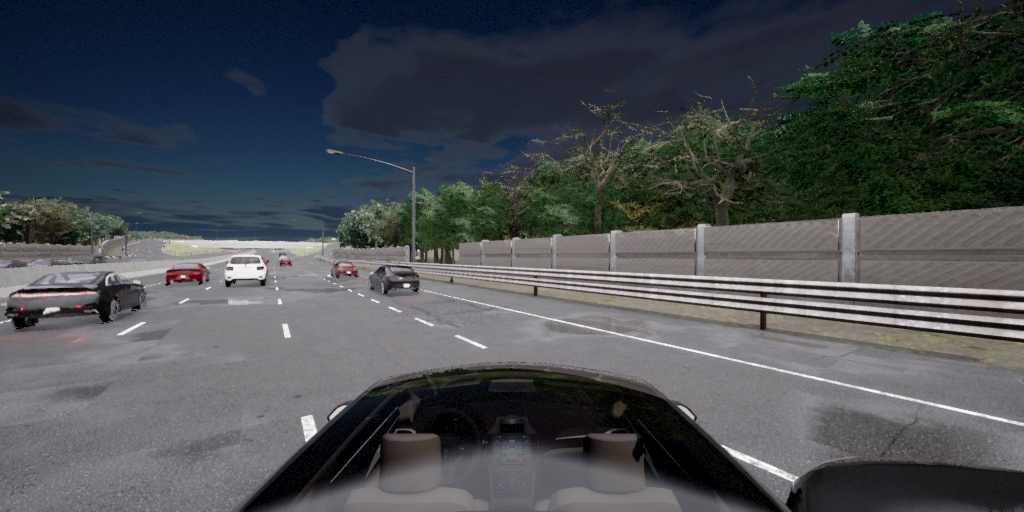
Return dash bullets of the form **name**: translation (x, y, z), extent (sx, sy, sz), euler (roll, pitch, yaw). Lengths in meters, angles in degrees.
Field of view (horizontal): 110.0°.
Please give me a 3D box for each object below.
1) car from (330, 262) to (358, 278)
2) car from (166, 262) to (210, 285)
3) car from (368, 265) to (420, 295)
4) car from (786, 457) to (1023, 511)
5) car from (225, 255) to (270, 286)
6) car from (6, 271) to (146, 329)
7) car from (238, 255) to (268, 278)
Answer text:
- **car**: translation (-15.608, 1.259, 33.344), extent (1.812, 1.442, 4.674), euler (0, 0, -34)
- **car**: translation (-23.165, 1.211, 25.769), extent (1.882, 1.535, 5.008), euler (0, 0, -34)
- **car**: translation (-6.665, 1.249, 20.064), extent (1.837, 1.490, 4.892), euler (0, 0, -34)
- **car**: translation (2.984, 1.315, 0.547), extent (4.181, 1.385, 1.994), euler (0, 0, 34)
- **car**: translation (-18.508, 0.958, 25.114), extent (2.150, 2.045, 5.566), euler (0, 0, -34)
- **car**: translation (-13.529, 1.236, 11.472), extent (2.128, 1.511, 4.902), euler (0, 0, -34)
- **car**: translation (-24.901, 0.947, 34.653), extent (2.150, 2.045, 5.566), euler (0, 0, -34)
